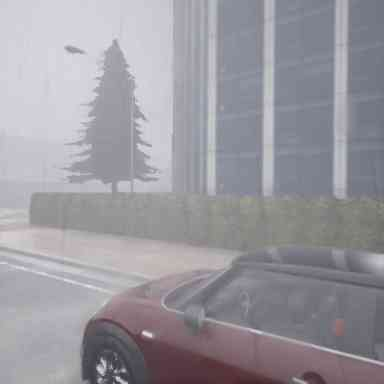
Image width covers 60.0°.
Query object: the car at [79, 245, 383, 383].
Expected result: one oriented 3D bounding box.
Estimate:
[{"bbox_3d":[0.938,1.344,3.323,4.553,1.767,2.097,1,0,35],"label":"car"}]
